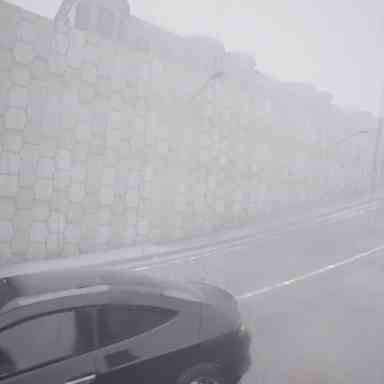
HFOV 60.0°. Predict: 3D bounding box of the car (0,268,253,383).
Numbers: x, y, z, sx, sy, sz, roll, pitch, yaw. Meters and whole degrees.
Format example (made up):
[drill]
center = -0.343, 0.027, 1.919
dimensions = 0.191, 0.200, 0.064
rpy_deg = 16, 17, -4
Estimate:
[car]
center = -1.510, 1.523, 2.943
dimensions = 4.674, 1.442, 1.812
rpy_deg = 0, 0, -34
